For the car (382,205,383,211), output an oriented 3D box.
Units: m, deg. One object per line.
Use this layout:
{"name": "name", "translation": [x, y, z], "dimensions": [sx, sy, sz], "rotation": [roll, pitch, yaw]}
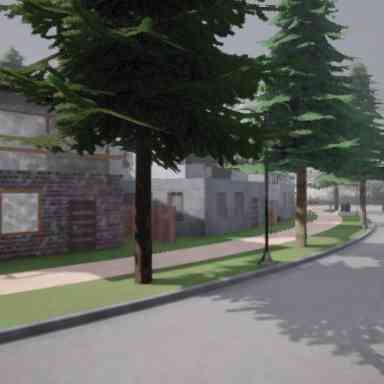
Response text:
{"name": "car", "translation": [24.862, 1.605, 40.077], "dimensions": [2.097, 1.767, 4.553], "rotation": [0, 0, 7]}
